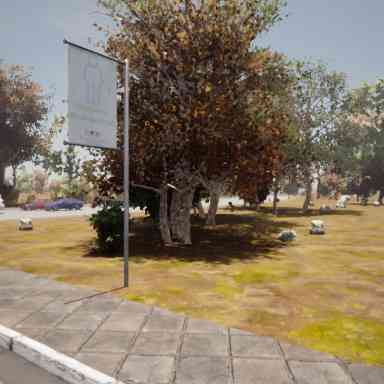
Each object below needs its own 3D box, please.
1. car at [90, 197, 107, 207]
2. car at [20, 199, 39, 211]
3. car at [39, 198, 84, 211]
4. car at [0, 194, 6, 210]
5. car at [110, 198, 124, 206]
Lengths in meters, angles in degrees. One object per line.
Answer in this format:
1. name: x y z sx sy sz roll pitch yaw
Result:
1. car: -12.699 1.466 49.274 1.837 1.490 4.892 0 0 38
2. car: -18.958 1.556 41.288 1.994 1.385 4.181 0 0 39
3. car: -15.397 1.515 40.152 1.812 1.442 4.674 0 0 38
4. car: -21.415 1.221 32.591 2.150 2.045 5.566 0 0 39
5. car: -9.193 1.556 48.090 1.895 1.301 4.718 0 0 37
